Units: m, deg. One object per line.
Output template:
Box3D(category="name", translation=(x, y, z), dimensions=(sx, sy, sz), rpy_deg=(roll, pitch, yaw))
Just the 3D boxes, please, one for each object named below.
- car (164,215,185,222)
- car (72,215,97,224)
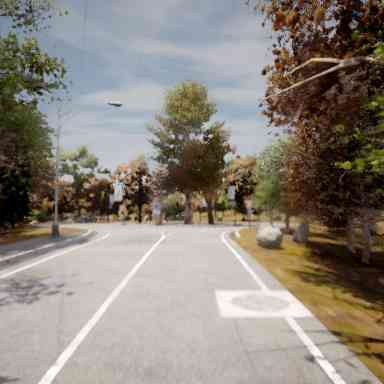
Box3D(category="car", translation=(-3.227, 5.456, 68.396), dimensions=(4.892, 1.490, 1.837), rpy_deg=(1, -5, -1))
Box3D(category="car", translation=(-18.574, 4.761, 57.720), dimensions=(1.837, 1.490, 4.892), rpy_deg=(-3, -5, 22))
